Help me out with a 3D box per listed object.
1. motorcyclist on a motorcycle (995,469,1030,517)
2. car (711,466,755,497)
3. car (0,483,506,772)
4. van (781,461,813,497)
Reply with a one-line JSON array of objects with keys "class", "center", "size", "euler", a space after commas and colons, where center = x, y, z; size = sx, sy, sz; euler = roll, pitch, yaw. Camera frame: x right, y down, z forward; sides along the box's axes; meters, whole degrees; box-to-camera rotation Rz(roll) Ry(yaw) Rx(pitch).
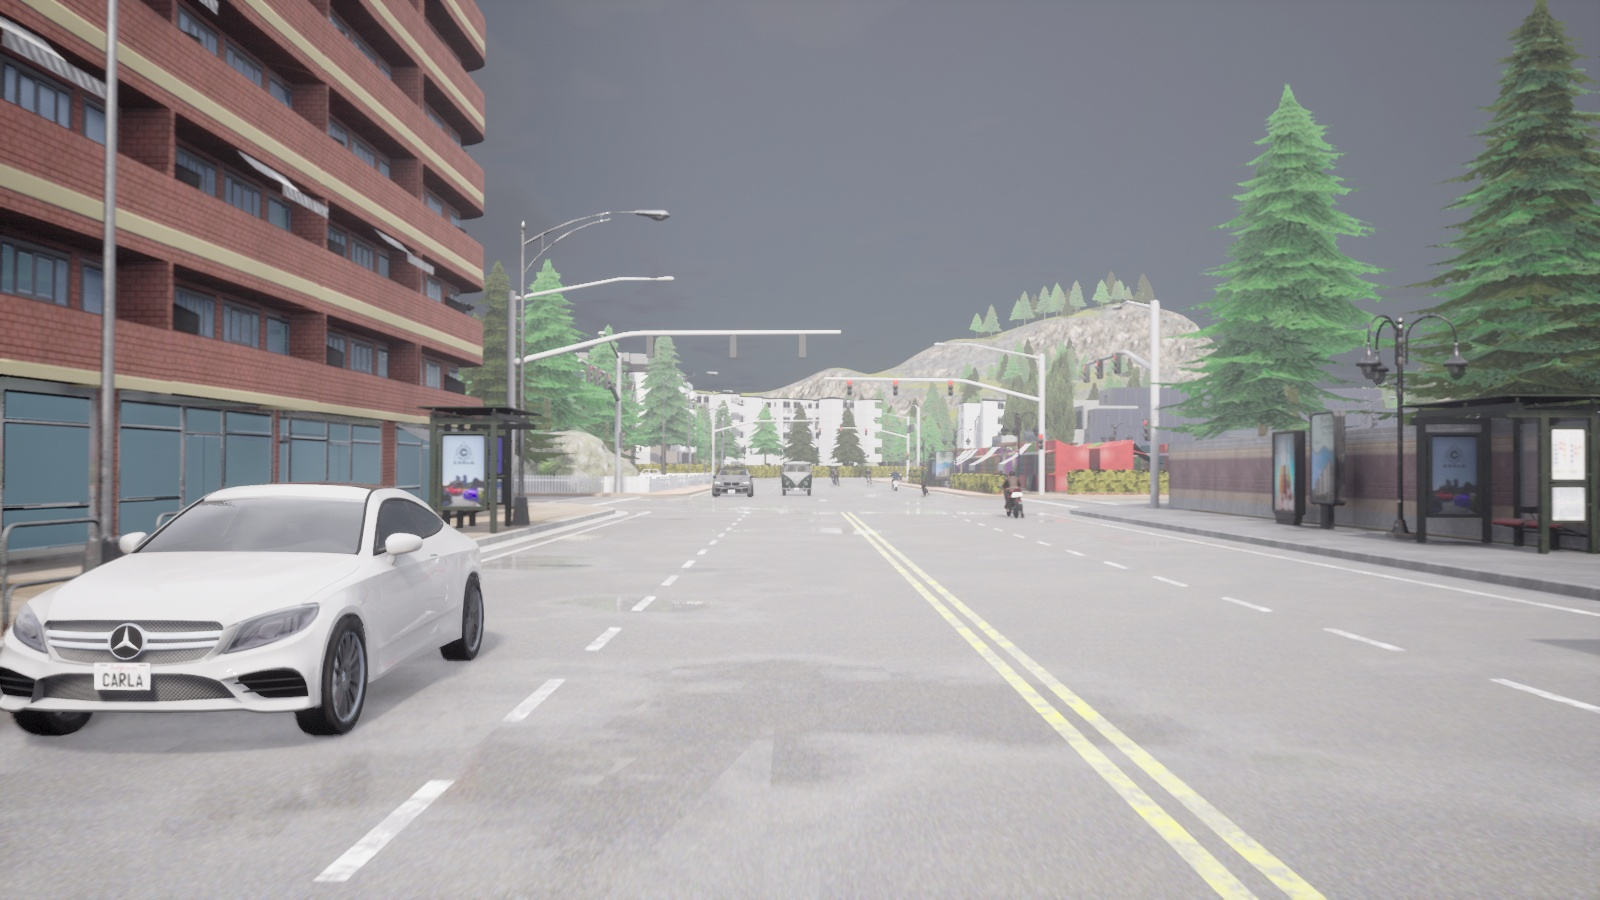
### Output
[{"class": "motorcyclist on a motorcycle", "center": [6.901, 1.382, 40.844], "size": [0.797, 1.523, 2.044], "euler": [0, -1, 0]}, {"class": "car", "center": [-3.669, 1.721, 69.654], "size": [2.242, 1.667, 4.611], "euler": [0, -1, 0]}, {"class": "car", "center": [-3.524, 0.985, 8.866], "size": [1.812, 1.442, 4.674], "euler": [0, -1, 0]}, {"class": "van", "center": [-0.179, 1.671, 73.271], "size": [1.775, 1.987, 4.442], "euler": [0, -1, 0]}]
